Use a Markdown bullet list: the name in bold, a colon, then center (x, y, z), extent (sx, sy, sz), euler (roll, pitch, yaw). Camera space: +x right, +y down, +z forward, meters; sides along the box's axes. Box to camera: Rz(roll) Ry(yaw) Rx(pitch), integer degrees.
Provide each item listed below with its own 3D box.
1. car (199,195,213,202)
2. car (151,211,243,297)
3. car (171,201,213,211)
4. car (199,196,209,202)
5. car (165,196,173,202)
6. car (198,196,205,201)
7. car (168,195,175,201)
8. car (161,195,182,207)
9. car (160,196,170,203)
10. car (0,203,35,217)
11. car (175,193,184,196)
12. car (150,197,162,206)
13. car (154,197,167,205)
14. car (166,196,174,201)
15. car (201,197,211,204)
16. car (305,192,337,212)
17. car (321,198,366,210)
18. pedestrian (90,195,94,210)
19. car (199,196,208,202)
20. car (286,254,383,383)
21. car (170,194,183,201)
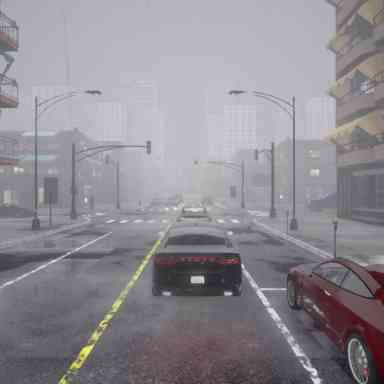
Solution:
- **car**: center (2.716, 1.365, 59.697), extent (2.192, 1.841, 5.009), euler (0, 0, 0)
- **car**: center (0.103, 1.480, 8.653), extent (1.882, 1.535, 5.008), euler (0, 0, 0)
- **car**: center (0.095, 1.500, 18.362), extent (2.128, 1.511, 4.902), euler (0, 0, 0)
- **car**: center (2.722, 1.644, 76.273), extent (1.947, 1.339, 4.313), euler (0, 0, 0)
- **car**: center (-5.656, 1.671, 81.802), extent (1.802, 1.307, 4.206), euler (0, 0, 0)
- **car**: center (2.729, 1.696, 92.848), extent (1.802, 1.307, 4.206), euler (0, 0, 0)
- **car**: center (-5.652, 1.639, 92.681), extent (1.752, 1.417, 4.829), euler (0, 0, 0)
- **car**: center (-3.070, 1.584, 51.139), extent (2.033, 1.411, 5.357), euler (0, 0, 0)
- **car**: center (-5.660, 1.593, 70.581), extent (1.752, 1.417, 4.829), euler (0, 0, 0)
- **car**: center (-17.547, 1.766, 32.703), extent (4.181, 1.385, 1.994), euler (-1, 0, 0)
- **car**: center (-2.971, 1.294, 71.189), extent (2.150, 2.045, 5.566), euler (0, 0, 0)
- **car**: center (-5.755, 1.586, 54.178), extent (1.887, 1.381, 4.507), euler (0, 0, 0)
- **car**: center (-5.665, 1.616, 59.700), extent (1.947, 1.339, 4.313), euler (0, 0, 0)
- **car**: center (-5.654, 1.683, 87.326), extent (1.802, 1.307, 4.206), euler (0, 0, 0)
- **car**: center (2.718, 1.624, 65.222), extent (1.947, 1.339, 4.313), euler (0, 0, 0)
- **car**: center (15.185, 1.052, 35.908), extent (5.566, 2.045, 2.150), euler (-1, 0, 0)
- **car**: center (17.504, 1.378, 38.489), extent (4.313, 1.339, 1.947), euler (-1, 0, 0)
- **pedestrian**: center (-12.495, 1.311, 41.439), extent (0.375, 1.860, 0.375), euler (0, 0, 0)
- **car**: center (2.724, 1.640, 81.798), extent (2.008, 1.369, 4.403), euler (0, 0, 0)
- **car**: center (2.694, 1.583, 4.944), extent (1.802, 1.307, 4.206), euler (0, 0, 0)
- **car**: center (-3.043, 1.577, 60.584), extent (1.812, 1.442, 4.674), euler (0, 0, 0)
